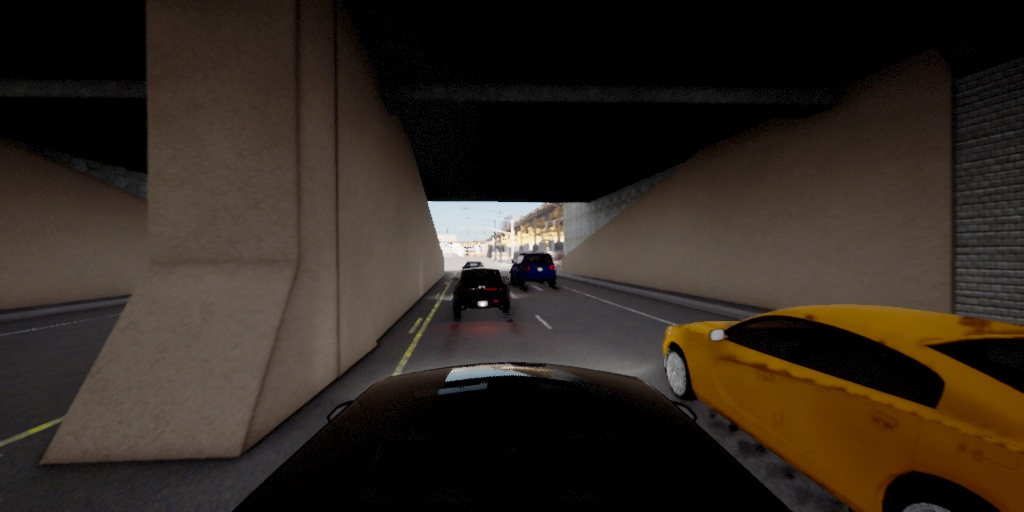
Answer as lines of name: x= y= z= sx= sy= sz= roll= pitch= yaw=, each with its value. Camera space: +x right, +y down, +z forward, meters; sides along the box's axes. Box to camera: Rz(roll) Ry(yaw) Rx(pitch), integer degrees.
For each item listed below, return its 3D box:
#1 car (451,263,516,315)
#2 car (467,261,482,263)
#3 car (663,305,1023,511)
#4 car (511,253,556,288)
car: x=-1.151 y=1.185 z=13.208 sx=1.837 sy=1.490 sz=4.892 roll=0 pitch=0 yaw=-6
car: x=-3.108 y=1.134 z=29.359 sx=2.033 sy=1.411 sz=5.357 roll=0 pitch=0 yaw=-7
car: x=3.226 y=1.197 z=3.346 sx=1.882 sy=1.535 sz=5.008 roll=0 pitch=0 yaw=-2
car: x=1.243 y=0.825 z=22.696 sx=2.150 sy=2.045 sz=5.566 roll=0 pitch=0 yaw=-7
